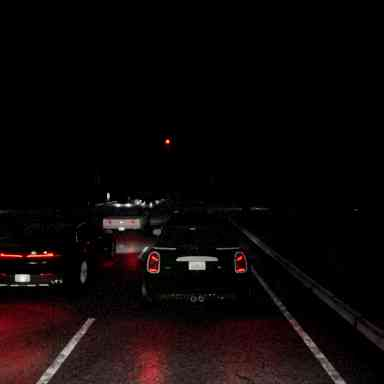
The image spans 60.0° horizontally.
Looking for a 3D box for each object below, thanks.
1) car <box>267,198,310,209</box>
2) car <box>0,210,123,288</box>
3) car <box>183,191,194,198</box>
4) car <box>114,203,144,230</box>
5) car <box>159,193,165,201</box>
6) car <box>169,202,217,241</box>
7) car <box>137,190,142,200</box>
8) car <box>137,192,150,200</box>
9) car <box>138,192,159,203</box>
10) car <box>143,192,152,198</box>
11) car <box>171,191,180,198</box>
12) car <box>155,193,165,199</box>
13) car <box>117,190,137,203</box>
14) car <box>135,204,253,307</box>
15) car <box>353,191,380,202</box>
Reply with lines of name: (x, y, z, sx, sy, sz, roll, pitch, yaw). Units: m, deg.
car: (11.251, 1.307, 39.093, 4.718, 1.301, 1.895, 0, 0, -3)
car: (-3.416, 1.468, 9.120, 1.837, 1.490, 4.892, 0, 0, 0)
car: (-0.686, 0.709, 86.072, 1.812, 1.442, 4.674, 0, 1, -4)
car: (-3.437, 1.487, 18.441, 1.895, 1.301, 4.718, 0, 0, 0)
car: (-7.176, 1.006, 66.063, 2.033, 1.411, 5.357, 0, 1, 1)
car: (0.060, 1.388, 17.264, 2.128, 1.511, 4.902, 0, 0, 1)
car: (-10.686, 0.710, 63.287, 2.150, 2.045, 5.566, 0, 1, 0)
car: (-10.737, 0.895, 73.512, 2.128, 1.511, 4.902, 0, 1, -1)
car: (-7.204, 1.106, 55.995, 2.033, 1.411, 5.357, 0, 1, 0)
car: (-11.073, 0.750, 83.734, 1.812, 1.442, 4.674, 0, 1, -2)
car: (-4.146, 0.683, 85.372, 1.882, 1.535, 5.008, 0, 1, -4)
car: (-7.307, 0.871, 76.490, 2.033, 1.411, 5.357, 0, 1, -1)
car: (-10.699, 0.929, 53.847, 2.097, 1.767, 4.553, 0, 0, 0)
car: (0.087, 1.323, 8.068, 2.097, 1.767, 4.553, 0, 0, 0)
car: (21.808, 0.923, 39.707, 5.566, 2.045, 2.150, 0, 0, -3)
